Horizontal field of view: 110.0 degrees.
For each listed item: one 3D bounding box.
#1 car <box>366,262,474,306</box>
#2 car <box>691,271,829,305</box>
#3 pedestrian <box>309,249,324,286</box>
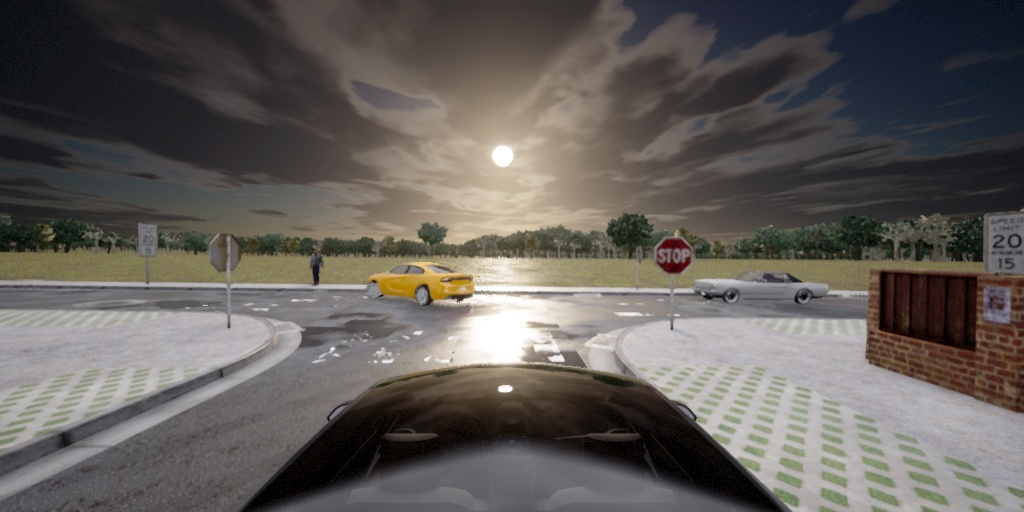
[{"bbox_3d":[-3.765,0.996,14.318,5.008,1.535,1.882,1,-1,36],"label":"car"},{"bbox_3d":[10.224,1.284,15.091,4.718,1.301,1.895,1,1,-1],"label":"car"},{"bbox_3d":[-9.739,0.551,17.821,0.375,1.860,0.375,0,0,0],"label":"pedestrian"}]
